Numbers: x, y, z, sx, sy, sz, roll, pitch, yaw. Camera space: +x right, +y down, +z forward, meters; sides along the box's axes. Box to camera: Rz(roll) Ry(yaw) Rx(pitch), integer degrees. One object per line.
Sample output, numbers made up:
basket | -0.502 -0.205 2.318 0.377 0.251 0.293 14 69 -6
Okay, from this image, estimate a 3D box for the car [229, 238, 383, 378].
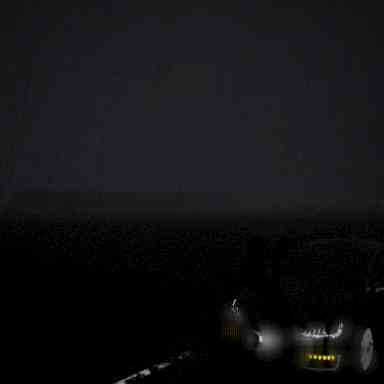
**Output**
car | 2.628 1.657 5.927 1.837 1.490 4.892 -2 -2 45
